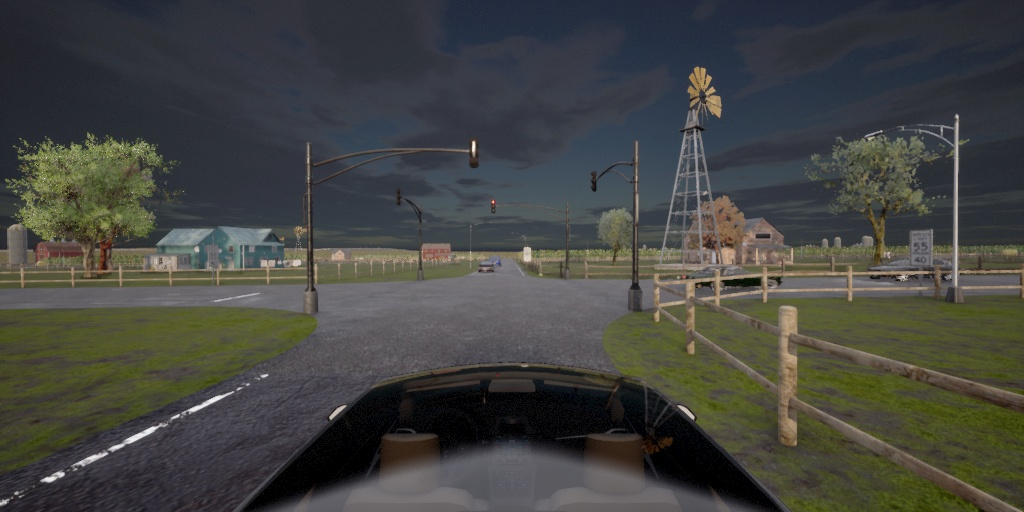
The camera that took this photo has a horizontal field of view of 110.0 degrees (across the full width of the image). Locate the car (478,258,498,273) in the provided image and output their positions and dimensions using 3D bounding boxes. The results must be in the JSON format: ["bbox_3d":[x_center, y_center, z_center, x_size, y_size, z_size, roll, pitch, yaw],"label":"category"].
[{"bbox_3d":[-3.045,1.289,43.068,2.033,1.411,5.357,0,0,0],"label":"car"}]

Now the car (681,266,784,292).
[{"bbox_3d":[11.889,1.196,19.427,4.718,1.301,1.895,-1,1,-3],"label":"car"}]

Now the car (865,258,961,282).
[{"bbox_3d":[25.664,0.849,23.048,4.892,1.490,1.837,-1,1,0],"label":"car"}]
